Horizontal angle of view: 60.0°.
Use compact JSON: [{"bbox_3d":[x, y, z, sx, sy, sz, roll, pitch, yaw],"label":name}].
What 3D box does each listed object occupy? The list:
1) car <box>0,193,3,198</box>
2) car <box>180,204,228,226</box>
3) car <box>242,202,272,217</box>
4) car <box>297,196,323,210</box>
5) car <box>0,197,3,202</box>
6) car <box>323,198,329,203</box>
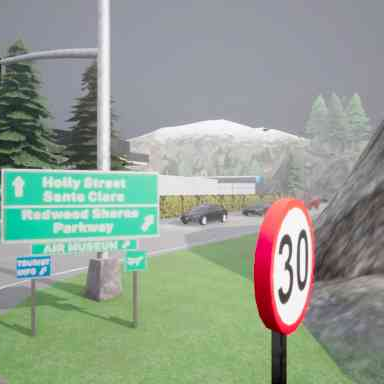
[{"bbox_3d":[-38.583,1.489,70.017,4.514,1.523,2.007,0,0,35],"label":"car"},{"bbox_3d":[1.040,1.696,25.952,1.837,1.490,4.892,0,0,36],"label":"car"},{"bbox_3d":[7.097,1.739,34.272,2.033,1.411,5.357,0,0,36],"label":"car"},{"bbox_3d":[16.085,1.519,46.472,2.150,2.045,5.566,0,0,36],"label":"car"},{"bbox_3d":[-12.386,1.504,26.071,1.905,1.878,3.866,0,0,35],"label":"car"},{"bbox_3d":[28.269,1.787,74.912,1.895,1.301,4.718,0,0,-42],"label":"car"}]
